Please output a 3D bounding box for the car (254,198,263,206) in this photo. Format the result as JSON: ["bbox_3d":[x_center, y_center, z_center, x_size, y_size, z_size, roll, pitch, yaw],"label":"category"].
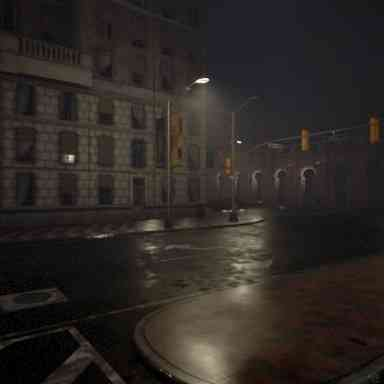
[{"bbox_3d":[9.006,1.600,53.097,1.895,1.301,4.718,0,0,-36],"label":"car"}]

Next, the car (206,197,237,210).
[{"bbox_3d":[2.906,1.547,43.269,2.033,1.411,5.357,0,0,-36],"label":"car"}]

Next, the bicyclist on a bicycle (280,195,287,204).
[{"bbox_3d":[15.528,1.300,56.489,1.656,1.620,0.582,0,0,-36],"label":"bicyclist on a bicycle"}]

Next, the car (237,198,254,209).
[{"bbox_3d":[5.714,1.505,45.368,1.837,1.490,4.892,0,0,-36],"label":"car"}]
